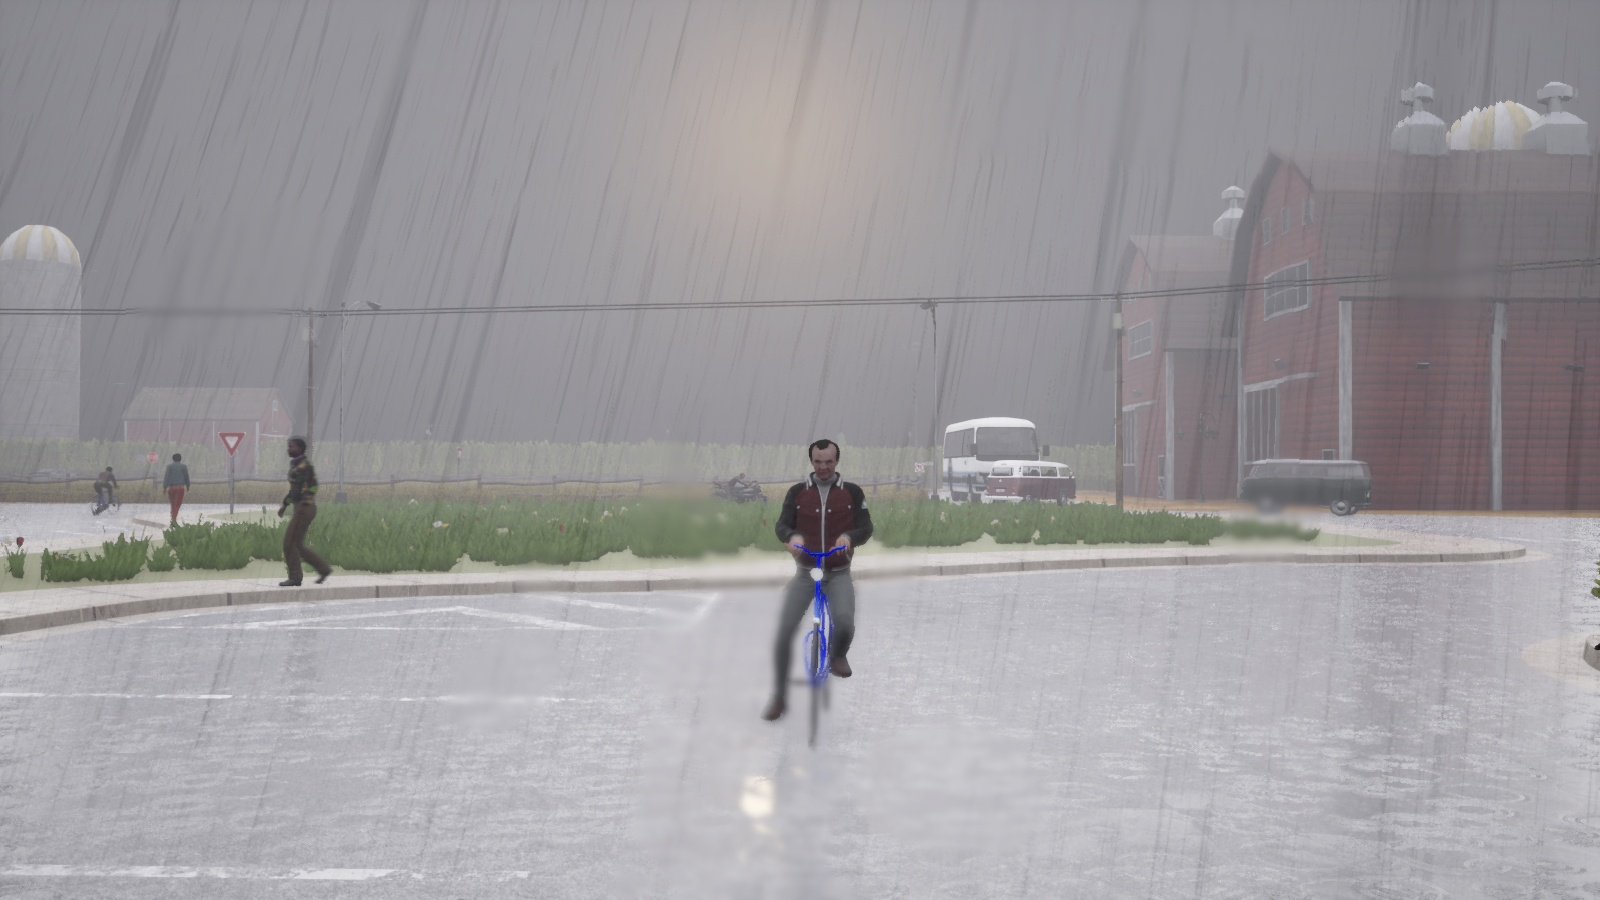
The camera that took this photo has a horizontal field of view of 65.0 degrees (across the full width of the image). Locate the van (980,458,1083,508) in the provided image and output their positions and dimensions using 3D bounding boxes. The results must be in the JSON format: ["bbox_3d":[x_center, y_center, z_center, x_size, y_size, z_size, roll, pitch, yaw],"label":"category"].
[{"bbox_3d":[9.962,1.394,53.885,4.480,2.038,2.069,1,-2,-43],"label":"van"}]

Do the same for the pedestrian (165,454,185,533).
[{"bbox_3d":[-14.904,1.031,29.951,0.353,1.847,0.614,0,-1,-21],"label":"pedestrian"}]

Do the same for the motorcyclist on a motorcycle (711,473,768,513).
[{"bbox_3d":[-2.370,1.691,49.642,2.191,1.530,0.866,0,-1,0],"label":"motorcyclist on a motorcycle"}]

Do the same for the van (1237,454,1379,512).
[{"bbox_3d":[18.232,1.193,45.163,4.442,1.987,1.775,-1,-1,34],"label":"van"}]

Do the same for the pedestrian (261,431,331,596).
[{"bbox_3d":[-6.021,0.745,15.004,0.692,1.930,0.395,0,-1,-37],"label":"pedestrian"}]

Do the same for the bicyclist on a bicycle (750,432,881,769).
[{"bbox_3d":[0.139,0.812,7.576,0.659,1.776,1.843,0,-1,4],"label":"bicyclist on a bicycle"}]

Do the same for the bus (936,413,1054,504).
[{"bbox_3d":[9.684,0.469,63.888,3.944,4.253,10.273,0,-1,-3],"label":"bus"}]

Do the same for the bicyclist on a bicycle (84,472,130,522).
[{"bbox_3d":[-22.964,1.557,41.642,0.582,1.620,1.656,0,-1,0],"label":"bicyclist on a bicycle"}]
